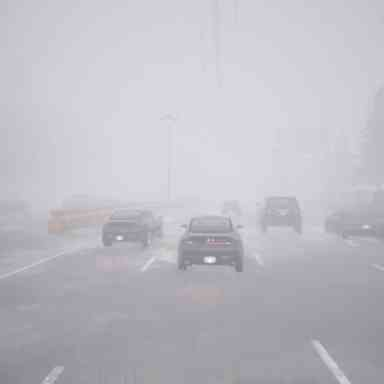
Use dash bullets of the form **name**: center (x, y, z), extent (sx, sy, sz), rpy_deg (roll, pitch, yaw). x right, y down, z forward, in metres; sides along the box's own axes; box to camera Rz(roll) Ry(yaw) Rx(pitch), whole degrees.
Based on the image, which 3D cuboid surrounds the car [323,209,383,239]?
- **car**: center (8.359, 1.588, 17.481), extent (1.994, 1.385, 4.181), rpy_deg (0, 0, 7)

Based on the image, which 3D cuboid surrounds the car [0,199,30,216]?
- **car**: center (-17.835, 1.423, 32.127), extent (2.128, 1.511, 4.902), rpy_deg (0, 0, 10)

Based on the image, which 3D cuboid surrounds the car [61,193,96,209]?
- **car**: center (-12.982, 1.171, 38.902), extent (2.150, 2.045, 5.566), rpy_deg (0, 0, 11)

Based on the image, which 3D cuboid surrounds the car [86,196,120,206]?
- **car**: center (-9.676, 1.465, 37.603), extent (1.837, 1.490, 4.892), rpy_deg (0, -1, 11)

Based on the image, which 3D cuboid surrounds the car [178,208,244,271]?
- **car**: center (0.649, 1.504, 11.008), extent (1.837, 1.490, 4.892), rpy_deg (0, 0, 4)

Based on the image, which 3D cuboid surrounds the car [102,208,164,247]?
- **car**: center (-2.493, 1.493, 14.963), extent (1.837, 1.490, 4.892), rpy_deg (0, 0, 6)

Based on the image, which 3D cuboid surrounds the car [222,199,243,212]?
- **car**: center (4.108, 1.511, 34.036), extent (1.837, 1.490, 4.892), rpy_deg (0, 0, 11)

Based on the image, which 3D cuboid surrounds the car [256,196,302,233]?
- **car**: center (5.149, 1.234, 20.039), extent (2.150, 2.045, 5.566), rpy_deg (0, 0, 8)
